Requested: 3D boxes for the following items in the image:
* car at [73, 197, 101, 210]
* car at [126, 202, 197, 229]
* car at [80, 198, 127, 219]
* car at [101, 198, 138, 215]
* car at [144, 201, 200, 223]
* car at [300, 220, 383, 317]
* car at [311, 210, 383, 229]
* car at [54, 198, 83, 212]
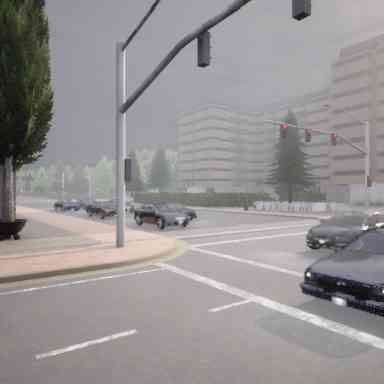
[{"bbox_3d":[-13.909,1.492,43.946,2.128,1.511,4.902,0,0,-36],"label":"car"},{"bbox_3d":[-2.076,1.492,21.528,2.128,1.511,4.902,0,0,-35],"label":"car"},{"bbox_3d":[-7.779,1.547,29.440,2.033,1.411,5.357,0,0,-36],"label":"car"},{"bbox_3d":[-7.845,1.492,35.519,2.128,1.511,4.902,0,0,-36],"label":"car"},{"bbox_3d":[-1.785,1.547,27.120,2.033,1.411,5.357,0,0,-36],"label":"car"},{"bbox_3d":[4.739,1.547,7.461,5.357,1.411,2.033,0,0,-36],"label":"car"},{"bbox_3d":[6.466,1.506,13.174,4.892,1.490,1.837,0,0,-38],"label":"car"},{"bbox_3d":[-14.820,1.547,39.208,2.033,1.411,5.357,0,0,-36],"label":"car"}]
